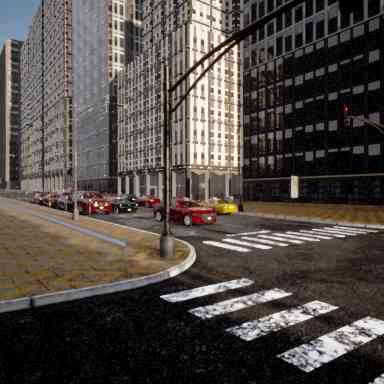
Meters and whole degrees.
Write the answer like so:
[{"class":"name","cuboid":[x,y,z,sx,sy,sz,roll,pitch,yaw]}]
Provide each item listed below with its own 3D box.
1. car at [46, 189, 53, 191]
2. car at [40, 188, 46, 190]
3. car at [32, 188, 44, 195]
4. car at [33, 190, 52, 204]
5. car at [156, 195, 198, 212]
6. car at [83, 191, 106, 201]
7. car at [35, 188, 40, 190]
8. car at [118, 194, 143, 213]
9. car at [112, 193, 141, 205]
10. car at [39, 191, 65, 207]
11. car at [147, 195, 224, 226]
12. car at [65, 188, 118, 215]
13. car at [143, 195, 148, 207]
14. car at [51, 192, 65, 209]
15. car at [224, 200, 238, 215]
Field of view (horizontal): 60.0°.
[{"class":"car","cuboid":[-28.044,0.214,68.518,2.008,1.369,4.403,1,0,-36]},{"class":"car","cuboid":[-31.355,0.104,73.059,1.887,1.381,4.507,1,0,-36]},{"class":"car","cuboid":[-37.974,-0.208,82.140,1.967,1.590,4.097,1,0,-36]},{"class":"car","cuboid":[-18.254,0.793,40.869,1.802,1.307,4.206,1,0,-36]},{"class":"car","cuboid":[-1.555,1.066,32.193,1.947,1.339,4.313,1,0,-36]},{"class":"car","cuboid":[-14.800,0.646,50.356,1.947,1.339,4.313,1,0,-36]},{"class":"car","cuboid":[-34.664,-0.104,77.599,1.967,1.590,4.097,1,0,-36]},{"class":"car","cuboid":[-6.448,1.112,29.055,1.895,1.301,4.718,0,1,-36]},{"class":"car","cuboid":[-8.178,0.856,41.274,1.947,1.339,4.313,1,0,-36]},{"class":"car","cuboid":[-14.942,0.861,36.329,1.887,1.381,4.507,1,0,-36]},{"class":"car","cuboid":[-0.540,1.177,20.942,1.882,1.535,5.008,0,1,-38]},{"class":"car","cuboid":[-8.316,0.841,27.248,2.192,1.841,5.009,1,0,-36]},{"class":"car","cuboid":[-4.867,0.977,36.734,1.802,1.307,4.206,1,0,-36]},{"class":"car","cuboid":[-11.632,0.987,31.790,1.947,1.339,4.313,1,0,-36]},{"class":"car","cuboid":[1.725,1.127,27.844,1.752,1.417,4.829,1,0,-36]}]
